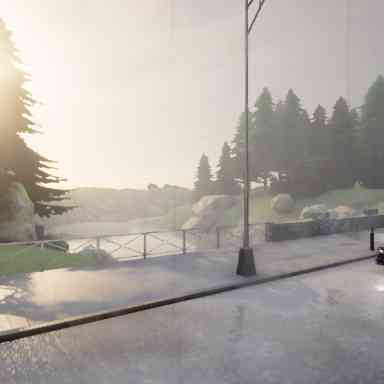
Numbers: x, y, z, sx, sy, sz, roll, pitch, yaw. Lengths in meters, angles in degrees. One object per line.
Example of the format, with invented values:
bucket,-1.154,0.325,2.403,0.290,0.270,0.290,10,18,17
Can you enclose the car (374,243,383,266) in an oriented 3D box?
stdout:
car,7.678,1.547,10.042,5.357,1.411,2.033,0,0,-35
